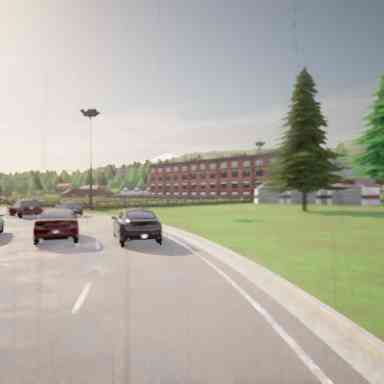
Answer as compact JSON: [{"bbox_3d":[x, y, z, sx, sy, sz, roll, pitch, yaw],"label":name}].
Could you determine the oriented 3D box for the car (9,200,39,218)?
[{"bbox_3d":[-16.010,1.501,31.817,2.097,1.767,4.553,0,0,-41],"label":"car"}]

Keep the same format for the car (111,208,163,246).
[{"bbox_3d":[-2.662,1.540,15.754,1.837,1.490,4.892,0,0,-18],"label":"car"}]

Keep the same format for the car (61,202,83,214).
[{"bbox_3d":[-12.461,1.688,33.113,1.994,1.385,4.181,0,0,-40],"label":"car"}]

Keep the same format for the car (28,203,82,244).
[{"bbox_3d":[-6.601,1.542,16.396,1.882,1.535,5.008,0,0,-20],"label":"car"}]

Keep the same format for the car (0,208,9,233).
[{"bbox_3d":[-11.048,1.624,17.398,1.812,1.442,4.674,0,0,-23],"label":"car"}]
